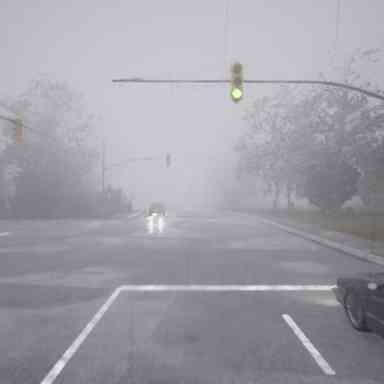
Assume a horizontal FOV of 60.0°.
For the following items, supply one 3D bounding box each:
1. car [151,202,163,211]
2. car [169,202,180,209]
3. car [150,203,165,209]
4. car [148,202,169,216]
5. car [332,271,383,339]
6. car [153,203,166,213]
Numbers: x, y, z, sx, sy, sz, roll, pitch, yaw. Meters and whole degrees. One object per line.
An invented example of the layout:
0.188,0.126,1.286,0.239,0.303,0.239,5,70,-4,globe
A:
-6.290,2.590,59.235,1.837,1.490,4.892,0,-2,-10,car
-4.409,3.044,78.587,2.097,1.767,4.553,0,-2,-22,car
-8.190,3.261,78.647,2.033,1.411,5.357,0,-2,-25,car
-4.062,1.998,39.192,2.128,1.511,4.902,0,-1,-3,car
3.601,1.592,3.910,2.033,1.411,5.357,0,-1,0,car
-4.846,2.361,49.184,1.895,1.301,4.718,0,-2,-6,car
